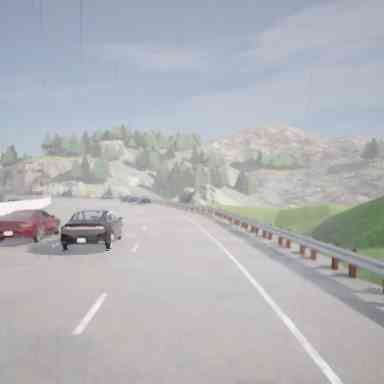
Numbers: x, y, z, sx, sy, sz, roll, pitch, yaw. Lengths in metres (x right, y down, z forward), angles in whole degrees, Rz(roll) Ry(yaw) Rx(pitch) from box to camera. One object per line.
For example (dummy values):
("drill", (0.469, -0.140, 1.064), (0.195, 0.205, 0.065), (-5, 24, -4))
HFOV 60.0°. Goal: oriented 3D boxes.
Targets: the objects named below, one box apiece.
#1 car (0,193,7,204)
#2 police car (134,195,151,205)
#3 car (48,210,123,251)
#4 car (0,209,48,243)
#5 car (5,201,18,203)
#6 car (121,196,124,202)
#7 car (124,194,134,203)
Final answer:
("car", (-37.711, 1.273, 64.902), (2.150, 2.045, 5.566), (0, 0, -23))
("police car", (-8.698, 1.421, 60.145), (1.930, 1.638, 5.238), (0, 0, -18))
("car", (-4.088, 1.495, 14.150), (2.128, 1.511, 4.902), (0, 0, -4))
("car", (-7.765, 1.538, 16.018), (1.812, 1.442, 4.674), (0, 0, -5))
("car", (-32.511, 1.644, 61.314), (1.895, 1.301, 4.718), (0, 0, -20))
("car", (-14.822, 1.354, 76.379), (2.097, 1.767, 4.553), (0, 0, -23))
("car", (-12.349, 1.478, 70.334), (1.882, 1.535, 5.008), (0, 0, -21))
